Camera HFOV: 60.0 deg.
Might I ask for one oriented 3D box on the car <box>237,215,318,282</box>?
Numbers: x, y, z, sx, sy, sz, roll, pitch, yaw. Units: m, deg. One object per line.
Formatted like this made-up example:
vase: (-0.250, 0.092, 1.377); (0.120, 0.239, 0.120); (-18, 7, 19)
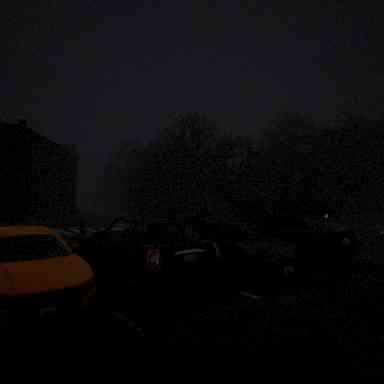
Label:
car: (0.996, 1.514, 10.117); (2.163, 1.488, 4.792); (0, 0, -35)

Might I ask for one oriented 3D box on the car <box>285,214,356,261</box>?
car: (3.229, 1.510, 11.781); (2.163, 1.488, 4.792); (0, 0, -35)

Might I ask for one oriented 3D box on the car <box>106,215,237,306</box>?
car: (-1.272, 1.363, 8.499); (2.185, 1.767, 4.553); (0, 0, -35)

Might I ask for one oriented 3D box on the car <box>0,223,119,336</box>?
car: (-3.557, 1.485, 6.916); (2.097, 1.535, 5.008); (0, 0, -35)
